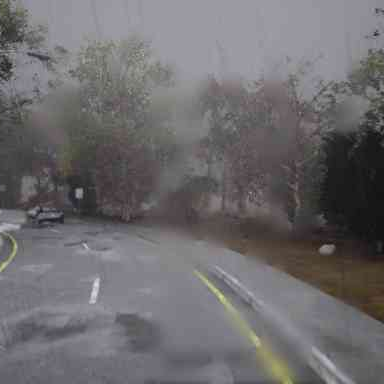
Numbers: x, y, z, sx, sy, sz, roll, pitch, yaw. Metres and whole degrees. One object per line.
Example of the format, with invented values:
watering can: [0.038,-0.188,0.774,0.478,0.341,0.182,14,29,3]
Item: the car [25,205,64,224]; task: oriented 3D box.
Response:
car: [-11.850,1.743,26.654,1.994,1.385,4.181,1,0,-42]
